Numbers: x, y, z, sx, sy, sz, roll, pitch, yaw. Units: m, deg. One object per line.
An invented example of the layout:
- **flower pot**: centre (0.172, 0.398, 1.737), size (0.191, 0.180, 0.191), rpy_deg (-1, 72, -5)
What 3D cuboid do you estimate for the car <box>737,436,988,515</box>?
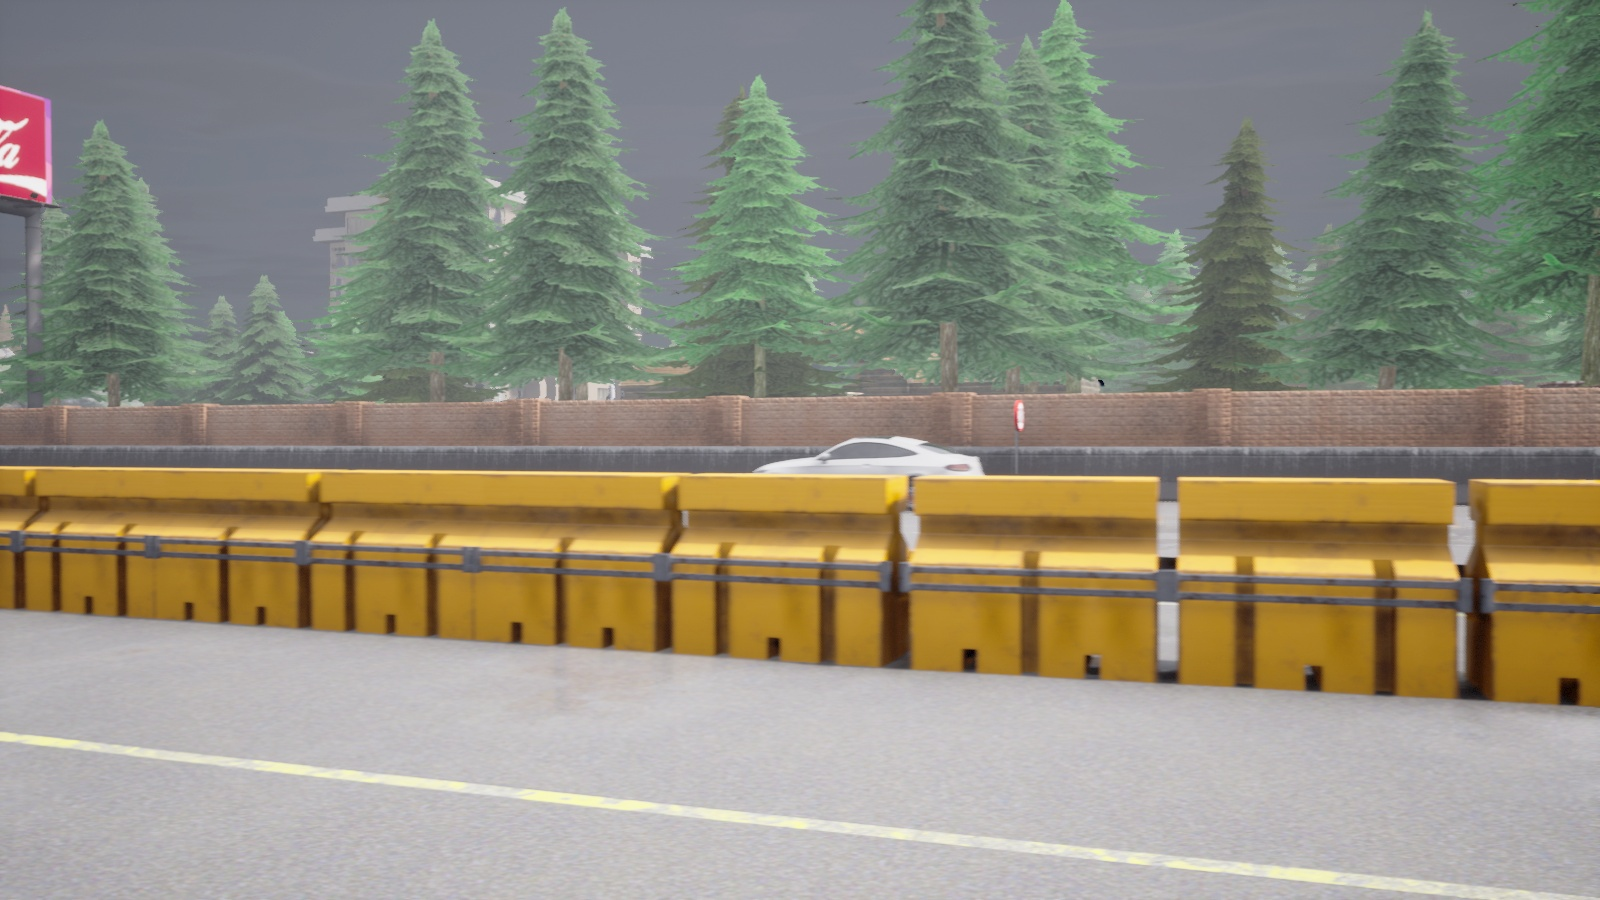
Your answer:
- **car**: centre (1.252, 0.464, 25.050), size (4.674, 1.442, 1.812), rpy_deg (1, 1, 20)
